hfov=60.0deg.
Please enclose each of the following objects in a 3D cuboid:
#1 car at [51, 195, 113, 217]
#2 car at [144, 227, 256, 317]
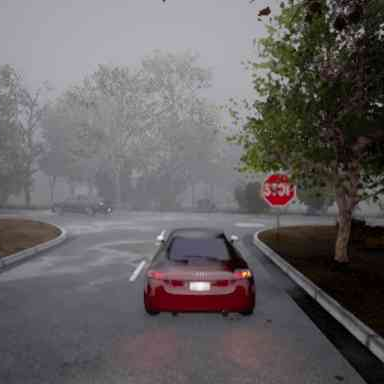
[{"bbox_3d":[-8.231,1.001,24.846,4.892,1.490,1.837,1,-2,21],"label":"car"},{"bbox_3d":[0.127,1.469,7.399,1.994,1.385,4.181,0,1,0],"label":"car"}]
